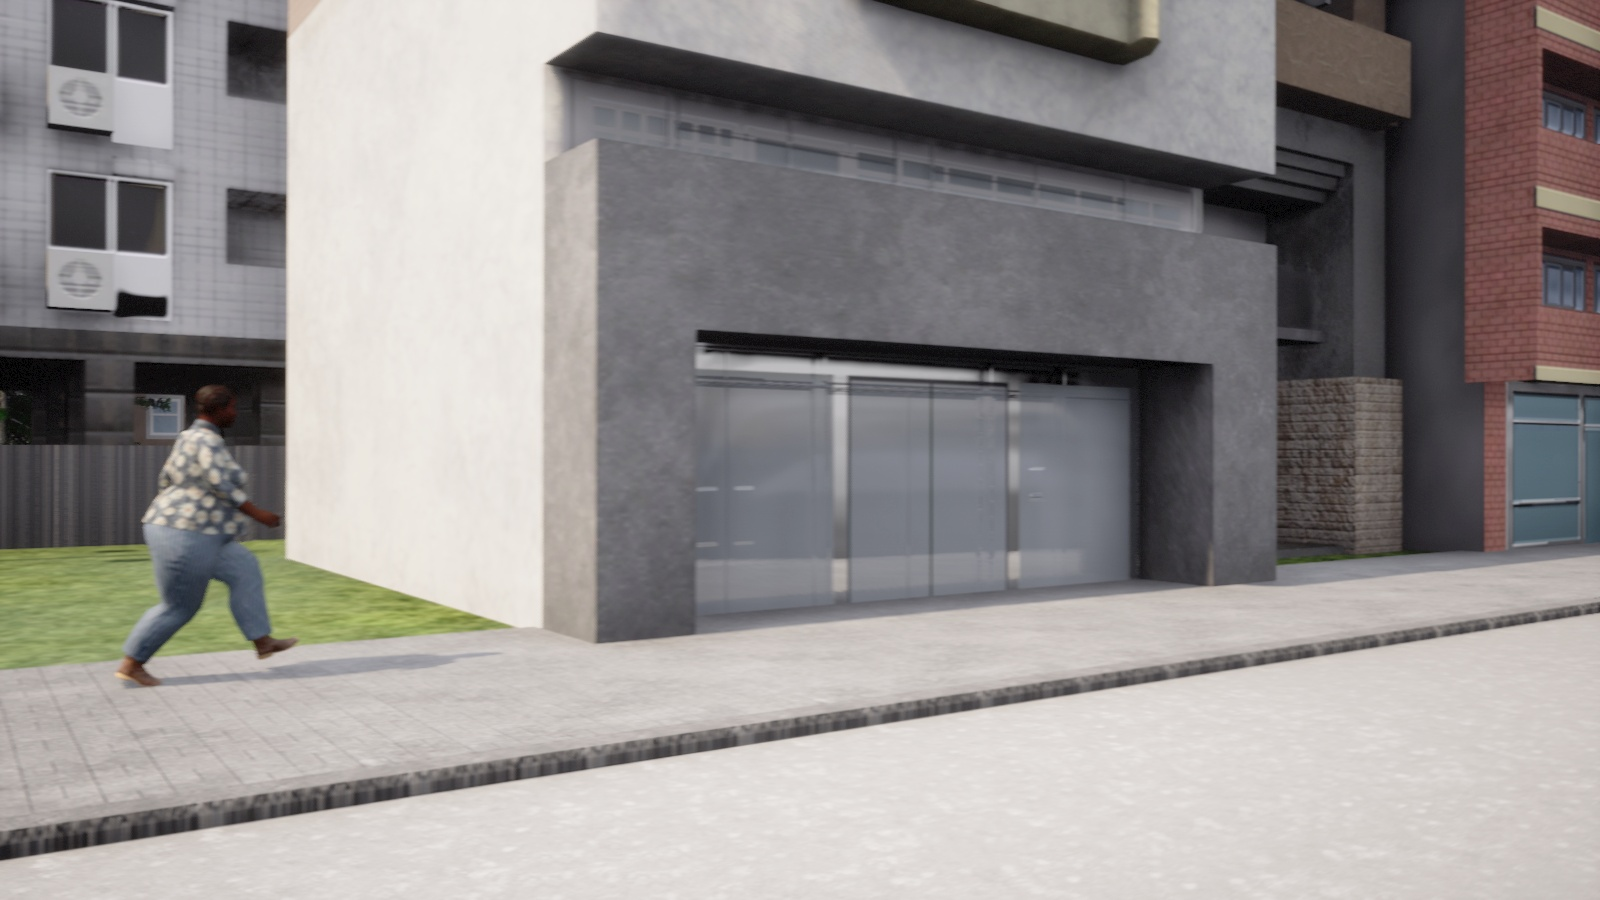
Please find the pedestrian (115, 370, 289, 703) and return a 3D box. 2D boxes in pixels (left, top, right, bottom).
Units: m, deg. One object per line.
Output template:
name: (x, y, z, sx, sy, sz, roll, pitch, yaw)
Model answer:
pedestrian: (-3.630, 0.481, 7.598, 0.900, 1.855, 0.874, 0, 0, -29)
